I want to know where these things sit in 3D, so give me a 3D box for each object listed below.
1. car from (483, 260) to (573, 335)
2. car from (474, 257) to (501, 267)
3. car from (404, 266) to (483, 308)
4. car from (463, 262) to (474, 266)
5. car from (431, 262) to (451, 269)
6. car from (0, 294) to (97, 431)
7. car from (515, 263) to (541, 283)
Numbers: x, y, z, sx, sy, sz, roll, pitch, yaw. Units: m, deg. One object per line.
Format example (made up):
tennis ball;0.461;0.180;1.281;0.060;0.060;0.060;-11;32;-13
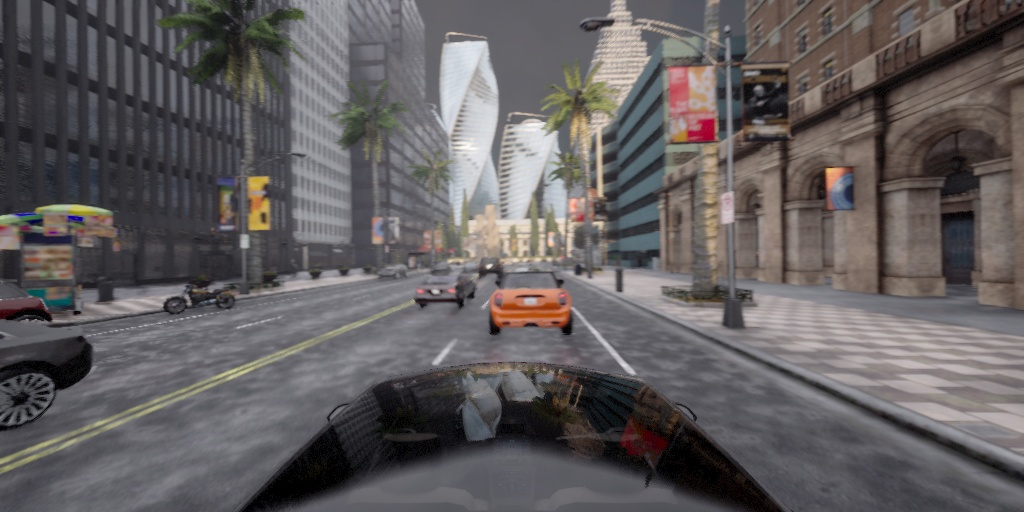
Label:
car;0.535;1.119;10.797;2.097;1.767;4.553;-1;0;2
car;-1.981;1.103;35.188;2.150;2.045;5.566;-1;0;2
car;-2.751;1.387;15.901;2.033;1.411;5.357;-1;0;2
car;-5.221;1.496;45.976;1.812;1.442;4.674;-1;0;3
car;-8.784;1.533;44.686;1.837;1.490;4.892;-1;0;3
car;-6.992;1.370;3.052;2.128;1.511;4.902;-1;0;3
car;1.336;1.357;30.432;2.033;1.411;5.357;-1;0;2
